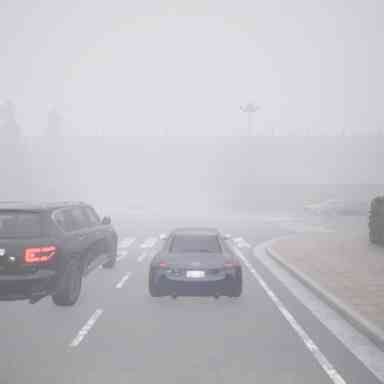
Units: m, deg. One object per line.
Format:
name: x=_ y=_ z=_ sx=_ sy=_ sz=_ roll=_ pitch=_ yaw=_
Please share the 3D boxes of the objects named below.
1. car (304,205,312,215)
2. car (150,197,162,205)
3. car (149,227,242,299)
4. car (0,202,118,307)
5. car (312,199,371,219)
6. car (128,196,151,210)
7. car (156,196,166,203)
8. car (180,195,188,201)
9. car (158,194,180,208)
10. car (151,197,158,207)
car: x=13.204 y=1.472 z=31.417 sx=5.008 sy=1.535 sz=1.882 roll=0 pitch=0 yaw=0
car: x=-7.028 y=1.628 z=64.585 sx=1.812 sy=1.442 sz=4.674 roll=0 pitch=0 yaw=0
car: x=0.081 y=1.578 z=8.524 sx=1.994 sy=1.385 sz=4.181 roll=0 pitch=0 yaw=0
car: x=-3.398 y=1.235 z=8.156 sx=2.150 sy=2.045 sz=5.566 roll=0 pitch=0 yaw=0
car: x=13.111 y=1.480 z=27.922 sx=4.902 sy=1.511 sz=2.128 roll=0 pitch=0 yaw=0
car: x=-7.079 y=1.422 z=44.215 sx=2.097 sy=1.767 sz=4.553 roll=0 pitch=0 yaw=0
car: x=-6.981 y=1.619 z=74.688 sx=1.837 sy=1.490 sz=4.892 roll=0 pitch=0 yaw=0
car: x=-2.411 y=1.492 z=86.005 sx=2.097 sy=1.767 sz=4.553 roll=0 pitch=0 yaw=14
car: x=-3.389 y=1.300 z=49.294 sx=2.150 sy=2.045 sz=5.566 roll=0 pitch=0 yaw=0
car: x=-7.071 y=1.687 z=54.269 sx=1.895 sy=1.301 sz=4.718 roll=0 pitch=0 yaw=0
